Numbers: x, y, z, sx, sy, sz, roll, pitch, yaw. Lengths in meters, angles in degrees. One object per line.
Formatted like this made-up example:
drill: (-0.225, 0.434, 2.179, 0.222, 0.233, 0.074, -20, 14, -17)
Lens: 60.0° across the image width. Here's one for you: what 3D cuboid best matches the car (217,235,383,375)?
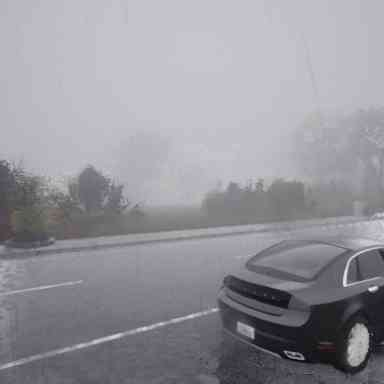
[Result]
car: (2.653, 1.506, 5.643, 4.892, 1.490, 1.837, 0, 0, -36)
